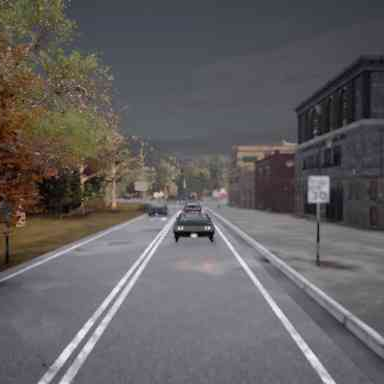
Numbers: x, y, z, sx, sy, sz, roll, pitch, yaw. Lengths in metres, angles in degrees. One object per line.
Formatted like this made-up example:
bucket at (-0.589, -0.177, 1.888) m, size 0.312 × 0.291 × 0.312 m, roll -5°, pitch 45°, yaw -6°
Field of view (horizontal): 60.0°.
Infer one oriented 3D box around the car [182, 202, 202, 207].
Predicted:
car at (0.046, 1.774, 34.865) m, size 1.837 × 1.490 × 4.892 m, roll 0°, pitch -1°, yaw 0°

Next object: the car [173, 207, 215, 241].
car at (0.089, 1.665, 17.035) m, size 1.895 × 1.301 × 4.718 m, roll 0°, pitch 0°, yaw 0°

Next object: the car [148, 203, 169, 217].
car at (-3.401, 1.816, 34.713) m, size 2.033 × 1.411 × 5.357 m, roll 0°, pitch -1°, yaw 0°
